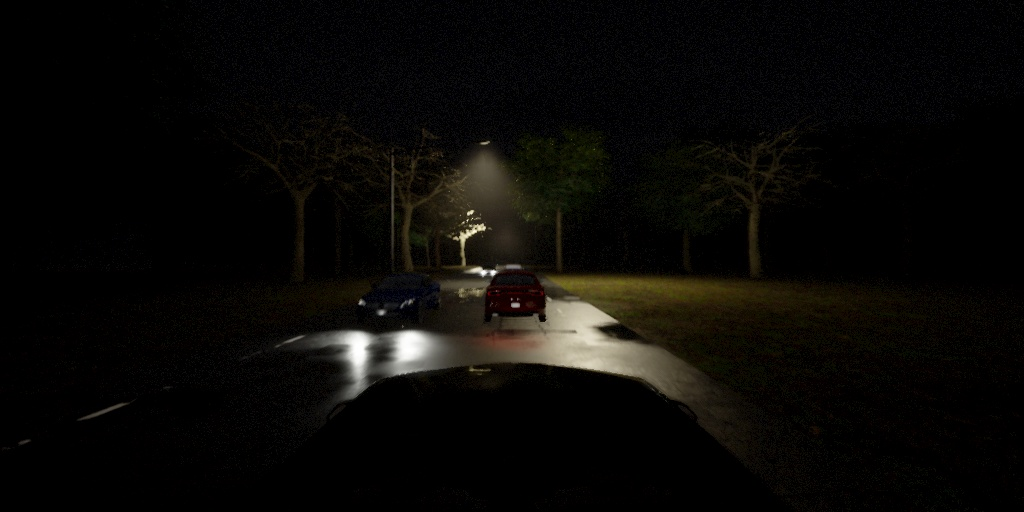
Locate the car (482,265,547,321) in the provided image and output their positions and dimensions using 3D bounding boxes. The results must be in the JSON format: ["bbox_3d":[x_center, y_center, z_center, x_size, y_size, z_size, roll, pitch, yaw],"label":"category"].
[{"bbox_3d":[0.103,1.250,12.630,1.882,1.535,5.008,0,0,0],"label":"car"}]

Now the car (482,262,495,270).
[{"bbox_3d":[-3.545,1.556,54.609,1.895,1.301,4.718,0,0,0],"label":"car"}]

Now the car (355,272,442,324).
[{"bbox_3d":[-3.609,1.298,12.251,1.812,1.442,4.674,0,0,0],"label":"car"}]
